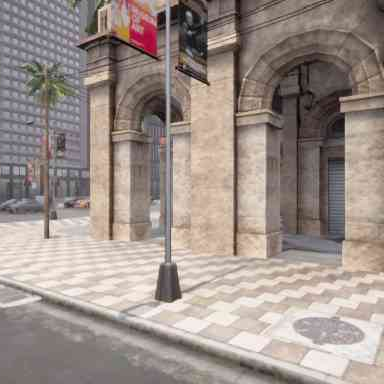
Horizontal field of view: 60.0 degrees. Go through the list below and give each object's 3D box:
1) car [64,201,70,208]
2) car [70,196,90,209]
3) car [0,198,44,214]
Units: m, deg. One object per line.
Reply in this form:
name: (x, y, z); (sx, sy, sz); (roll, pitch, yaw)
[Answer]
car: (-16.284, 1.523, 48.471); (2.161, 1.482, 4.786); (0, 0, 35)
car: (-14.005, 1.362, 46.339); (2.097, 1.767, 4.553); (0, 0, 35)
car: (-17.502, 1.573, 35.433); (1.994, 1.385, 4.181); (0, 0, 36)
